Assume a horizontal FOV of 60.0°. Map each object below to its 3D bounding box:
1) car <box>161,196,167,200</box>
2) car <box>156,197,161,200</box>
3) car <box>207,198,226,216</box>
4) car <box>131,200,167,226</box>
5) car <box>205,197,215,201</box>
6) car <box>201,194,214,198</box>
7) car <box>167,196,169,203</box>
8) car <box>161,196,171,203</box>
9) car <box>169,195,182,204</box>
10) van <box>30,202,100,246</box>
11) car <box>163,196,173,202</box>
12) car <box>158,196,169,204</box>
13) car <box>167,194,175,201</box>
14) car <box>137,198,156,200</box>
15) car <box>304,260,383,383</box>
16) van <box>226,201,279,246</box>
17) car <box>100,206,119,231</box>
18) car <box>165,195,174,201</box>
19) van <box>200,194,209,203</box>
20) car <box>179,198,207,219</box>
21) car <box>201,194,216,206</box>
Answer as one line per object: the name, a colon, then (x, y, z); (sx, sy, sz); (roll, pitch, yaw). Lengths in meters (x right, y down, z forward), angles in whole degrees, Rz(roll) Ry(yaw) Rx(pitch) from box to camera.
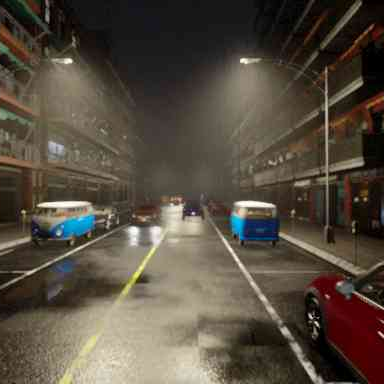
car: (-5.639, 1.562, 54.731); (1.887, 1.381, 4.507); (1, 0, 0)
car: (-5.640, 1.578, 43.362); (1.947, 1.339, 4.313); (1, 0, 0)
car: (2.706, 1.589, 32.052); (1.802, 1.307, 4.206); (1, 0, 0)
car: (-3.097, 1.530, 23.748); (1.812, 1.442, 4.674); (0, 0, 0)
car: (2.706, 1.576, 37.737); (1.947, 1.339, 4.313); (1, 0, 0)
car: (2.709, 1.455, 49.106); (1.967, 1.590, 4.097); (1, 0, 0)
car: (-5.638, 1.545, 60.245); (1.752, 1.417, 4.829); (1, 0, 0)
car: (-5.638, 1.552, 71.615); (1.752, 1.417, 4.829); (1, 0, 0)
car: (-3.008, 1.377, 64.903); (2.097, 1.767, 4.553); (0, 0, 0)
van: (-5.677, 1.343, 14.939); (1.690, 1.788, 3.998); (1, 0, 0)
car: (-5.638, 1.597, 77.470); (1.947, 1.339, 4.313); (1, 0, 0)
car: (-5.638, 1.568, 66.101); (1.887, 1.381, 4.507); (1, 0, 0)
car: (-5.635, 1.480, 88.840); (1.967, 1.590, 4.097); (1, 0, 0)
car: (-5.638, 1.450, 37.677); (1.967, 1.590, 4.097); (1, 0, 0)
car: (2.707, 1.441, 3.628); (1.967, 1.590, 4.097); (1, 0, 0)
van: (2.709, 1.344, 14.999); (1.690, 1.788, 3.998); (1, 0, 0)
car: (-5.664, 1.554, 20.623); (2.008, 1.369, 4.403); (1, 0, 0)
car: (-5.637, 1.560, 82.984); (1.752, 1.417, 4.829); (1, 0, 0)
van: (2.712, 1.368, 71.845); (1.690, 1.788, 3.998); (1, 0, 0)
car: (0.102, 1.531, 28.635); (1.812, 1.442, 4.674); (0, 0, 0)
car: (2.712, 1.333, 54.790); (2.192, 1.841, 5.009); (1, 0, 0)
